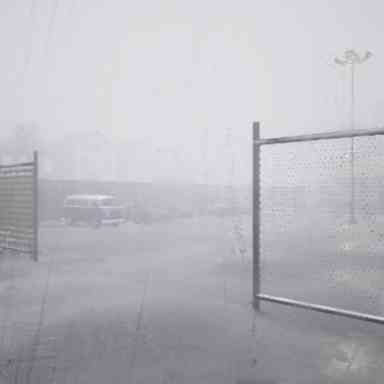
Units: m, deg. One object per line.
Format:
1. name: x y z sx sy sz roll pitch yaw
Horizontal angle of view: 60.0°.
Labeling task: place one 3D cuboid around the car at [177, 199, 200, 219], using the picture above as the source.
1. car: -1.525 1.496 28.363 3.633 1.501 1.845 0 0 36

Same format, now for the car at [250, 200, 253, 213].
1. car: 4.910 1.462 35.328 4.611 1.667 2.242 0 0 36

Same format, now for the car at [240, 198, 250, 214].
1. car: 4.168 1.559 33.241 2.207 1.379 1.481 0 0 36

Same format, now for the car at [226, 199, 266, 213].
1. car: 6.156 1.541 38.336 4.193 1.474 1.816 0 0 36

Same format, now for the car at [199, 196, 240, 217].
1. car: 2.208 1.343 31.986 3.866 1.878 1.905 0 0 36

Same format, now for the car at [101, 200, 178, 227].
1. car: -3.912 1.542 24.318 5.357 1.415 2.033 0 0 36
